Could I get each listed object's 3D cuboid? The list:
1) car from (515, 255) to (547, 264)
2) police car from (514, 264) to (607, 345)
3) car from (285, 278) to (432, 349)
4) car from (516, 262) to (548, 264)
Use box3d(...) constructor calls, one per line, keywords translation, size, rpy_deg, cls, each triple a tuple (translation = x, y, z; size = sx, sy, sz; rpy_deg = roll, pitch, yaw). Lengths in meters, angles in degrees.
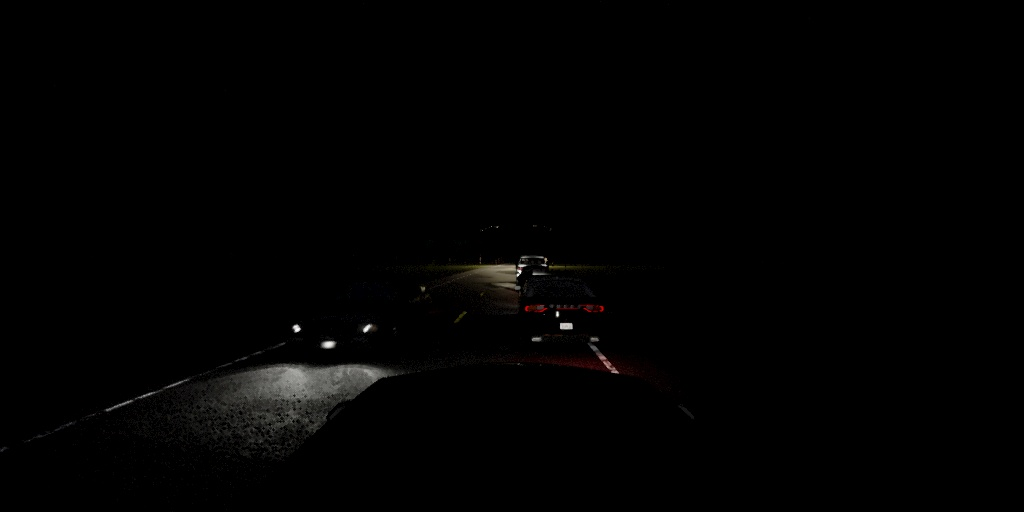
box3d(translation=(1.391, 0.968, 25.512), size=(2.150, 2.045, 5.566), rpy_deg=(0, 0, 2), cls="car")
box3d(translation=(1.095, 1.175, 9.642), size=(1.930, 1.638, 5.238), rpy_deg=(0, 0, 1), cls="police car")
box3d(translation=(-3.480, 1.298, 9.460), size=(2.033, 1.411, 5.357), rpy_deg=(0, 0, 0), cls="car")
box3d(translation=(1.247, 1.253, 19.502), size=(1.837, 1.490, 4.892), rpy_deg=(0, 0, 1), cls="car")
